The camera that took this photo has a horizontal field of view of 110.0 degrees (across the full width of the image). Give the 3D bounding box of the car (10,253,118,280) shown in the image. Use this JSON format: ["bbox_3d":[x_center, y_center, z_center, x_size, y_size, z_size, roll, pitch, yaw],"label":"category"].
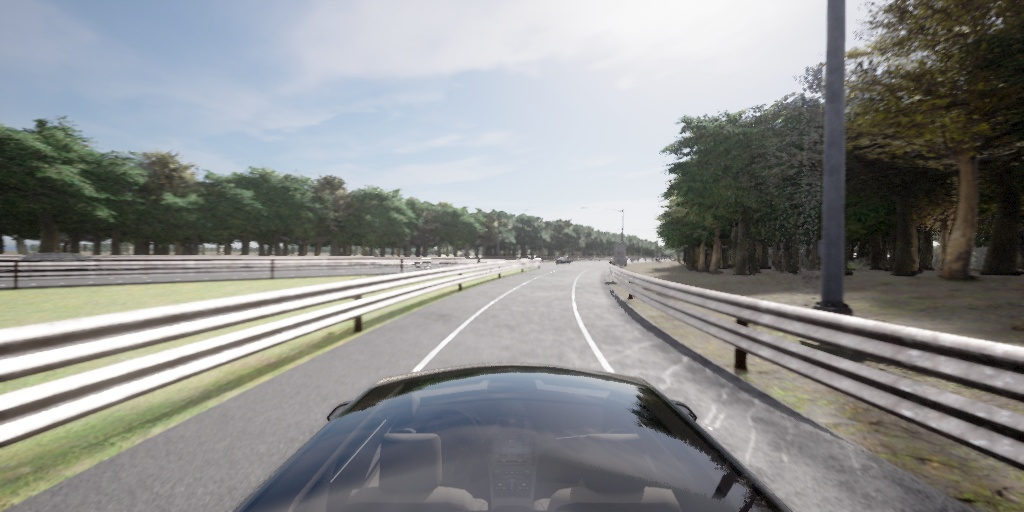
[{"bbox_3d":[-29.610,0.595,23.944,2.097,1.767,4.553,1,1,39],"label":"car"}]

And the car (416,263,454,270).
[{"bbox_3d":[-9.346,0.990,44.120,1.895,1.301,4.718,1,1,37],"label":"car"}]
